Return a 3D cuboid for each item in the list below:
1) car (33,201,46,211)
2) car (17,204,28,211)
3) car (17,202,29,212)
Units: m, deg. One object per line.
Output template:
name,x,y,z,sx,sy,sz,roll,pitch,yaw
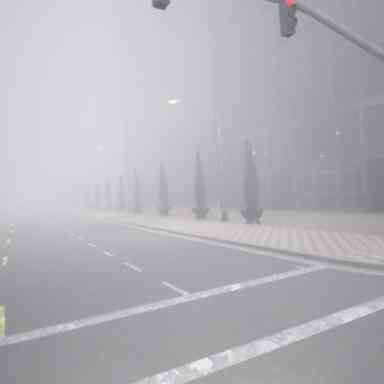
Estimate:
car,-34.474,3.408,75.630,1.812,1.442,4.674,-3,0,-28
car,-42.198,3.798,82.809,2.033,1.411,5.357,-3,0,-24
car,-37.400,3.283,73.652,2.150,2.045,5.566,-3,0,-28
